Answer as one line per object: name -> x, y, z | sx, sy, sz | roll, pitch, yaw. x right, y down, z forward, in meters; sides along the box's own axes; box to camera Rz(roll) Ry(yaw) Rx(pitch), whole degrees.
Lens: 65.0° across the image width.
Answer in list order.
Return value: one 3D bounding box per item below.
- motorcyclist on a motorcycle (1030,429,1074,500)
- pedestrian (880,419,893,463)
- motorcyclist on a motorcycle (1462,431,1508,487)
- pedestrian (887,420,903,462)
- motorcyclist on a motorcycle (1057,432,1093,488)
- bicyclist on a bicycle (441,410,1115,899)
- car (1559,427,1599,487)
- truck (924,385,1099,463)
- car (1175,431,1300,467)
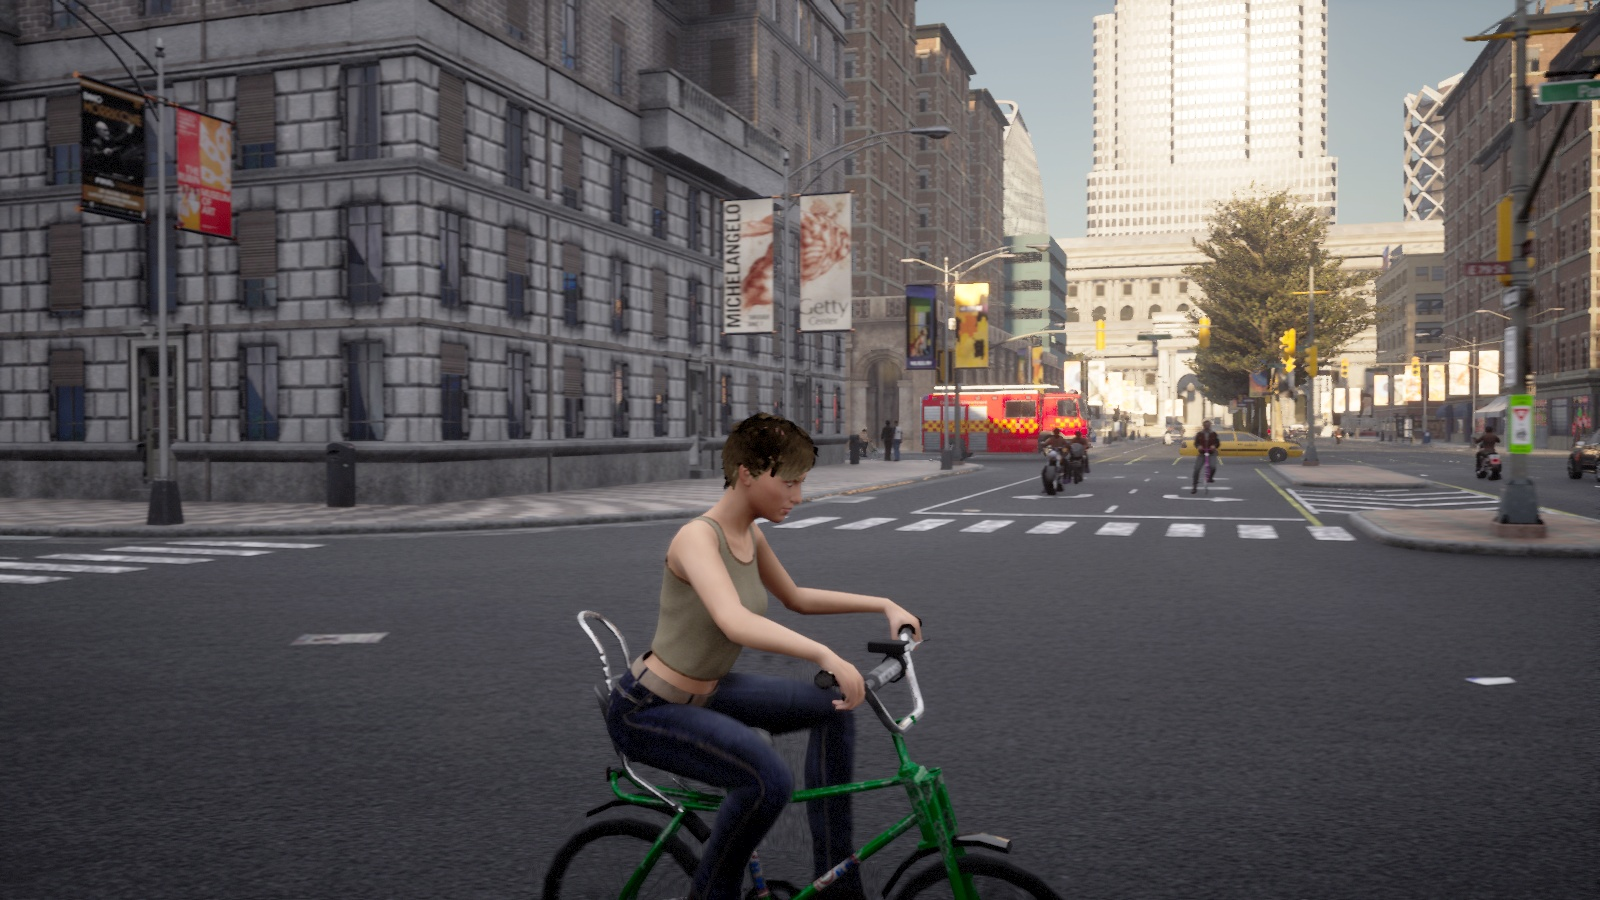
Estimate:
motorcyclist on a motorcycle -> 6.147, 0.310, 30.592 | 0.766, 1.649, 2.350 | 1, 1, 18
pedestrian -> 3.874, -0.403, 56.279 | 0.395, 1.930, 0.692 | 1, 1, 23
motorcyclist on a motorcycle -> 20.617, 0.249, 37.836 | 0.766, 1.649, 2.350 | 1, 1, 18
pedestrian -> 4.232, -0.394, 55.760 | 0.354, 1.836, 0.706 | 0, 1, -31
motorcyclist on a motorcycle -> 7.890, 0.263, 35.920 | 0.797, 1.523, 2.044 | 1, 1, 18
bicyclist on a bicycle -> -0.014, 0.712, 3.202 | 1.509, 1.612, 0.866 | 1, 1, 19
car -> 23.776, 0.180, 36.239 | 2.242, 1.667, 4.611 | 1, 1, 18
truck -> 10.849, -1.329, 64.437 | 8.468, 3.827, 2.891 | 1, 1, 18
car -> 20.077, -0.085, 57.817 | 5.366, 1.575, 1.801 | 1, 1, 18
